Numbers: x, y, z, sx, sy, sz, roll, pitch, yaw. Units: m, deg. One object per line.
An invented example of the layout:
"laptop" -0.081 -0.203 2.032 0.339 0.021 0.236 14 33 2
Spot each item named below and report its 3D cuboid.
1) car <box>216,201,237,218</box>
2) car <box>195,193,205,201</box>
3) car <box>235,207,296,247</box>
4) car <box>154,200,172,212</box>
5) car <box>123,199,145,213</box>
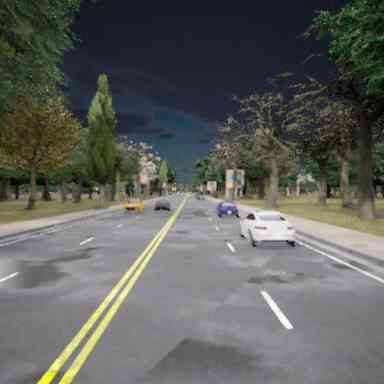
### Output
"car" 3.281 1.602 31.414 1.812 1.442 4.674 0 0 0
"car" 2.742 1.696 94.739 2.128 1.511 4.902 0 0 -1
"car" 3.328 1.563 15.226 1.812 1.442 4.674 0 0 0
"car" -3.442 1.644 39.993 2.033 1.411 5.357 0 0 0
"car" -6.690 1.571 38.770 1.882 1.535 5.008 0 0 0
